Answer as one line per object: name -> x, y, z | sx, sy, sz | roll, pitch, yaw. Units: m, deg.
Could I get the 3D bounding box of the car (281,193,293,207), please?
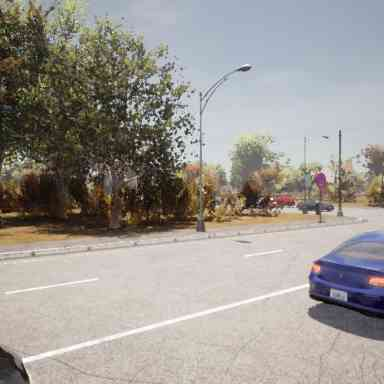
car -> 12.627, 1.216, 49.519 | 2.150, 2.045, 5.566 | 0, 0, -32

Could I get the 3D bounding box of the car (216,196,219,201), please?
car -> 3.980, 1.459, 56.278 | 1.812, 1.442, 4.674 | 0, 1, -32

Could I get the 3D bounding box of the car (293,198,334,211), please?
car -> 14.613, 1.564, 39.458 | 1.994, 1.385, 4.181 | 0, 0, -32

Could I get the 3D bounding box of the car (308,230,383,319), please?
car -> 4.283, 1.526, 6.809 | 4.674, 1.442, 1.812 | 0, 0, -36

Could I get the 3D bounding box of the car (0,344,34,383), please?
car -> -3.315, 1.492, 1.381 | 4.902, 1.511, 2.128 | 0, 0, -36

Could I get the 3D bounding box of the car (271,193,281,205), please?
car -> 9.495, 1.216, 47.548 | 2.150, 2.045, 5.566 | 0, 0, -33
